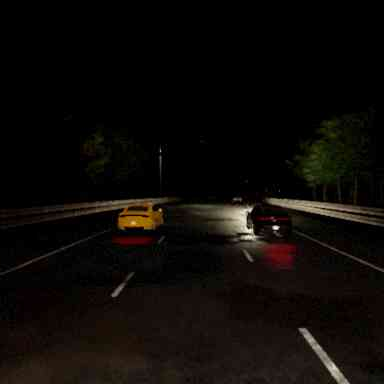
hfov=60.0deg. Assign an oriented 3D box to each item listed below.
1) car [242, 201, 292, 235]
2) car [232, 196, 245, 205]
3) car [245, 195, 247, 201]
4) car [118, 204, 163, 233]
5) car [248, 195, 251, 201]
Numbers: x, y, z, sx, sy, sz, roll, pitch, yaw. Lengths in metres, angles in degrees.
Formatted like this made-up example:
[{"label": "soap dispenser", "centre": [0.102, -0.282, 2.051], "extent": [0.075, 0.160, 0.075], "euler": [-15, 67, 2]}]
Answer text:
[{"label": "car", "centre": [4.101, 1.448, 18.239], "extent": [1.837, 1.490, 4.892], "euler": [0, 0, 3]}, {"label": "car", "centre": [8.203, 1.740, 60.218], "extent": [1.895, 1.301, 4.718], "euler": [0, 0, 9]}, {"label": "car", "centre": [9.985, 1.796, 70.810], "extent": [2.033, 1.411, 5.357], "euler": [0, -1, 10]}, {"label": "car", "centre": [-2.855, 1.419, 19.363], "extent": [1.882, 1.535, 5.008], "euler": [0, 0, 3]}, {"label": "car", "centre": [14.406, 2.046, 91.879], "extent": [1.882, 1.535, 5.008], "euler": [0, -1, 13]}]
